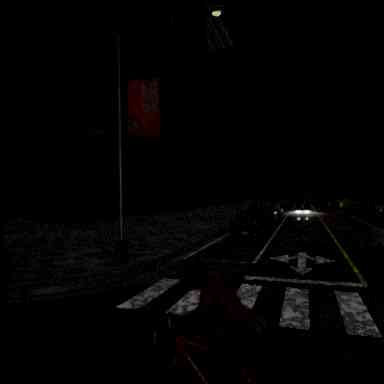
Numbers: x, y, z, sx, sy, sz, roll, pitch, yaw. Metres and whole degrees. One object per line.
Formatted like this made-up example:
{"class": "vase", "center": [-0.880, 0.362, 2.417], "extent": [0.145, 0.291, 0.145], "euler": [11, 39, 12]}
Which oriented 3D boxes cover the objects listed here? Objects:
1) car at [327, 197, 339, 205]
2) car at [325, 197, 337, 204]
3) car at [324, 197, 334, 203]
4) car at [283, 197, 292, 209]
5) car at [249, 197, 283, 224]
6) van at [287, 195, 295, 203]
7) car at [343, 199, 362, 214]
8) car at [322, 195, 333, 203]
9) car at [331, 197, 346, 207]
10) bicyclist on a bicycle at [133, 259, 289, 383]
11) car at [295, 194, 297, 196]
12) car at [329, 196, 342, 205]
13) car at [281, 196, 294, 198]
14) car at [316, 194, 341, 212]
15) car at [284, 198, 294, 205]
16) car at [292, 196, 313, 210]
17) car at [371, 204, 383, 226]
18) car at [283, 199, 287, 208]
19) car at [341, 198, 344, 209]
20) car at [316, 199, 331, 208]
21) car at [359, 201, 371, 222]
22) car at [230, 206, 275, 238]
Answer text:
{"class": "car", "center": [28.607, 1.787, 67.598], "extent": [1.887, 1.381, 4.507], "euler": [-1, -1, 18]}
{"class": "car", "center": [30.326, 1.818, 72.742], "extent": [2.008, 1.369, 4.403], "euler": [-1, -1, 18]}
{"class": "car", "center": [32.099, 1.819, 78.049], "extent": [1.752, 1.417, 4.829], "euler": [-1, -1, 18]}
{"class": "car", "center": [13.651, 1.854, 49.723], "extent": [1.802, 1.307, 4.206], "euler": [-1, -1, 18]}
{"class": "car", "center": [5.052, 1.480, 23.993], "extent": [2.192, 1.841, 5.009], "euler": [-1, -1, 18]}
{"class": "van", "center": [23.961, 1.761, 80.604], "extent": [1.690, 1.788, 3.998], "euler": [-1, -1, 18]}
{"class": "car", "center": [18.295, 1.645, 36.724], "extent": [1.887, 1.381, 4.507], "euler": [-1, -1, 18]}
{"class": "car", "center": [33.760, 1.632, 83.036], "extent": [2.192, 1.841, 5.009], "euler": [-1, -1, 18]}
{"class": "car", "center": [25.168, 1.633, 57.307], "extent": [1.967, 1.590, 4.097], "euler": [-1, -1, 18]}
{"class": "bicyclist on a bicycle", "center": [0.187, 1.454, 3.047], "extent": [1.656, 1.620, 0.582], "euler": [0, 0, 19]}
{"class": "car", "center": [18.803, 1.659, 65.165], "extent": [2.192, 1.841, 5.009], "euler": [-1, -1, 18]}
{"class": "car", "center": [26.887, 1.657, 62.453], "extent": [1.967, 1.590, 4.097], "euler": [-1, -1, 18]}
{"class": "car", "center": [15.366, 1.611, 54.872], "extent": [2.192, 1.841, 5.009], "euler": [-1, -1, 18]}
{"class": "car", "center": [17.272, 1.514, 42.307], "extent": [2.097, 1.767, 4.553], "euler": [-1, -1, 19]}
{"class": "car", "center": [20.526, 1.914, 70.309], "extent": [1.887, 1.381, 4.507], "euler": [-1, -1, 18]}
{"class": "car", "center": [15.575, 1.714, 46.759], "extent": [2.128, 1.511, 4.902], "euler": [-1, -1, 18]}
{"class": "car", "center": [13.138, 1.478, 21.288], "extent": [1.967, 1.590, 4.097], "euler": [-1, -1, 18]}
{"class": "car", "center": [8.440, 1.731, 34.123], "extent": [1.752, 1.417, 4.829], "euler": [-1, -1, 18]}
{"class": "car", "center": [21.786, 1.671, 47.176], "extent": [1.752, 1.417, 4.829], "euler": [-1, -1, 18]}
{"class": "car", "center": [20.397, 1.768, 51.724], "extent": [1.994, 1.385, 4.181], "euler": [-1, -1, 18]}
{"class": "car", "center": [14.859, 1.641, 26.432], "extent": [1.802, 1.307, 4.206], "euler": [-1, -1, 18]}
{"class": "car", "center": [3.337, 1.711, 18.844], "extent": [1.947, 1.339, 4.313], "euler": [-1, -1, 18]}
